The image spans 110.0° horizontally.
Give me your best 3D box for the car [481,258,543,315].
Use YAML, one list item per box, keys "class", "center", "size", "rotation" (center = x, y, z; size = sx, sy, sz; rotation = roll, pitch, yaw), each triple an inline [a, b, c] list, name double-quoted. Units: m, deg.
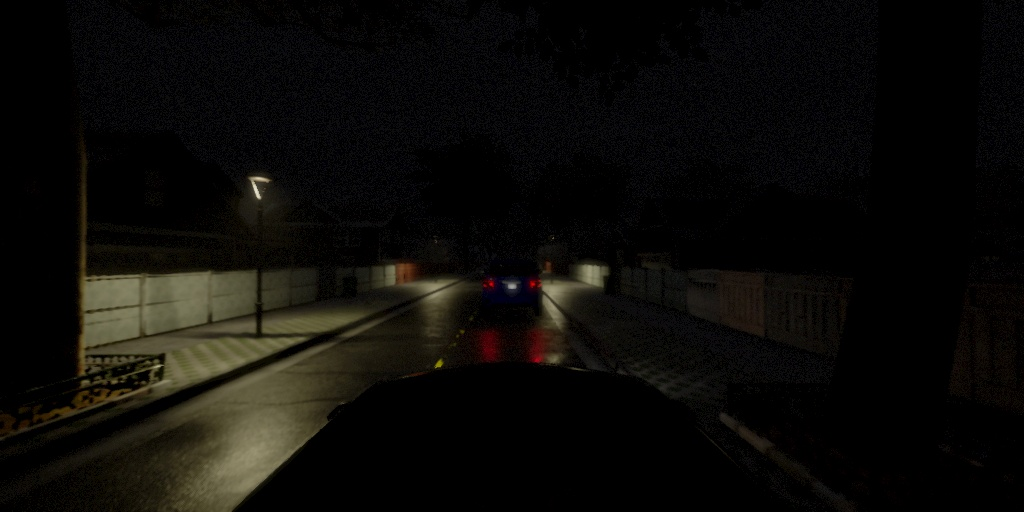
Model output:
- class: "car"
  center: [0.016, 1.108, 14.429]
  size: [2.150, 2.045, 5.566]
  rotation: [0, 0, 0]
